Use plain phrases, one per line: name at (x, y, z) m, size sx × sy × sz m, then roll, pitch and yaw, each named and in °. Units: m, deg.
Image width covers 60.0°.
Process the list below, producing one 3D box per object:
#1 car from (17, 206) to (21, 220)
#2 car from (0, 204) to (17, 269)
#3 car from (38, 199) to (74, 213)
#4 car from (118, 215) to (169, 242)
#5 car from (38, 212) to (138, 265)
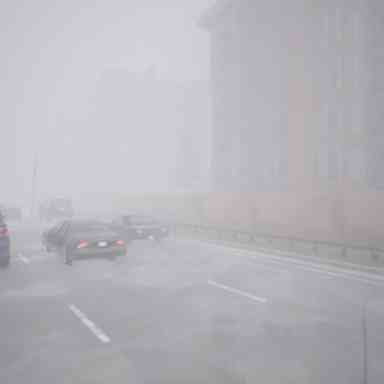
car at (-17.728, 1.881, 31.975) m, size 1.882 × 1.535 × 5.008 m, roll 1°, pitch -1°, yaw -35°
car at (-7.502, 1.358, 11.124) m, size 2.150 × 2.045 × 5.566 m, roll 1°, pitch -2°, yaw -35°
car at (-12.606, 1.613, 30.738) m, size 2.150 × 2.045 × 5.566 m, roll 1°, pitch -1°, yaw -35°
car at (-3.119, 1.821, 17.093) m, size 1.895 × 1.301 × 4.718 m, roll 1°, pitch -1°, yaw -35°
car at (-4.221, 1.708, 12.524) m, size 2.033 × 1.411 × 5.357 m, roll 1°, pitch -1°, yaw -34°
